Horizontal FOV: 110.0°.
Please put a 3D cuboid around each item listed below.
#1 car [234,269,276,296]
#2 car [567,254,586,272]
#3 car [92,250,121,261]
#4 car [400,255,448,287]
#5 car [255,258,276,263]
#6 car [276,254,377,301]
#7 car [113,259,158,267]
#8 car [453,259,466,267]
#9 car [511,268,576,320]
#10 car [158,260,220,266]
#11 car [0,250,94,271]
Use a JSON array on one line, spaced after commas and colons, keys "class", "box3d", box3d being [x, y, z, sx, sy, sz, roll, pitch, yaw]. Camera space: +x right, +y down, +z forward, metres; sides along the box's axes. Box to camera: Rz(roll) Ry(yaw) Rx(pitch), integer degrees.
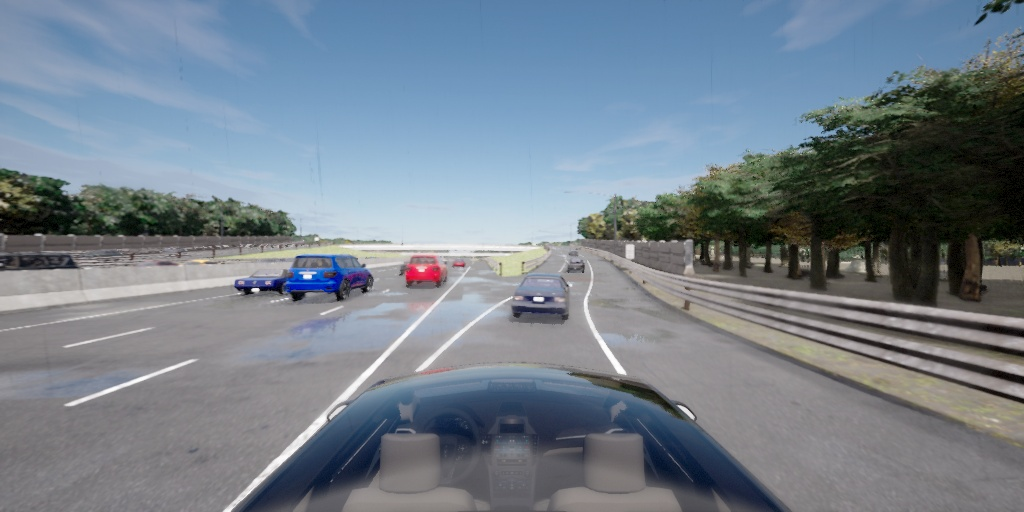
[{"class": "car", "box3d": [-12.152, 1.297, 18.964, 1.895, 1.301, 4.718, 0, 0, -5]}, {"class": "car", "box3d": [7.227, 0.965, 40.342, 2.128, 1.511, 4.902, 0, 2, 12]}, {"class": "car", "box3d": [-48.997, 0.065, 42.596, 2.097, 1.767, 4.553, 1, 2, -20]}, {"class": "car", "box3d": [-5.658, 0.955, 24.236, 2.150, 2.045, 5.566, 0, 0, -5]}, {"class": "car", "box3d": [-24.243, 1.124, 35.392, 2.128, 1.511, 4.902, 0, 0, -5]}, {"class": "car", "box3d": [-8.495, 0.935, 17.198, 2.150, 2.045, 5.566, 0, 0, -5]}, {"class": "car", "box3d": [-30.895, 1.132, 30.909, 1.812, 1.442, 4.674, 0, 0, -5]}, {"class": "car", "box3d": [-8.712, 1.133, 59.739, 1.994, 1.385, 4.181, 0, 0, -5]}, {"class": "car", "box3d": [1.186, 1.328, 13.023, 2.033, 1.411, 5.357, 2, 0, 9]}, {"class": "car", "box3d": [-27.413, 1.101, 31.270, 1.882, 1.535, 5.008, 0, 0, -5]}, {"class": "car", "box3d": [-22.619, 0.865, 15.690, 2.150, 2.045, 5.566, 0, 0, -5]}]
